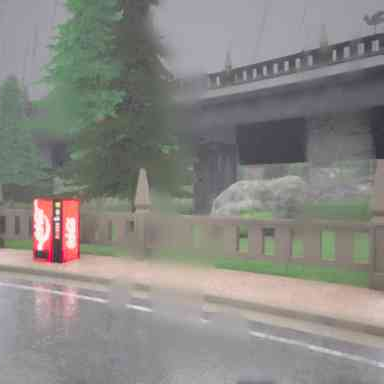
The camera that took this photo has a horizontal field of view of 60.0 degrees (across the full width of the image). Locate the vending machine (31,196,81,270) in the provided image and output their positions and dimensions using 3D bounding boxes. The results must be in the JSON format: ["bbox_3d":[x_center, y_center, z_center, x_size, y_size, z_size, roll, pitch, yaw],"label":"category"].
[{"bbox_3d":[-4.150,1.185,10.208,0.880,2.100,1.100,0,0,22],"label":"vending machine"}]
